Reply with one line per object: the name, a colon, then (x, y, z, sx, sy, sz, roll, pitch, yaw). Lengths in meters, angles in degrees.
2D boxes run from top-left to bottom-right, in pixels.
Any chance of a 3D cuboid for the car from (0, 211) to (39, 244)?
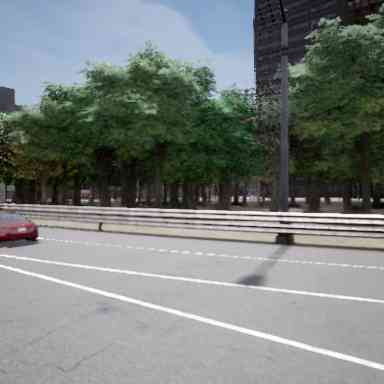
car: (-8.996, 1.580, 15.249, 4.181, 1.385, 1.994, 0, 0, 30)
